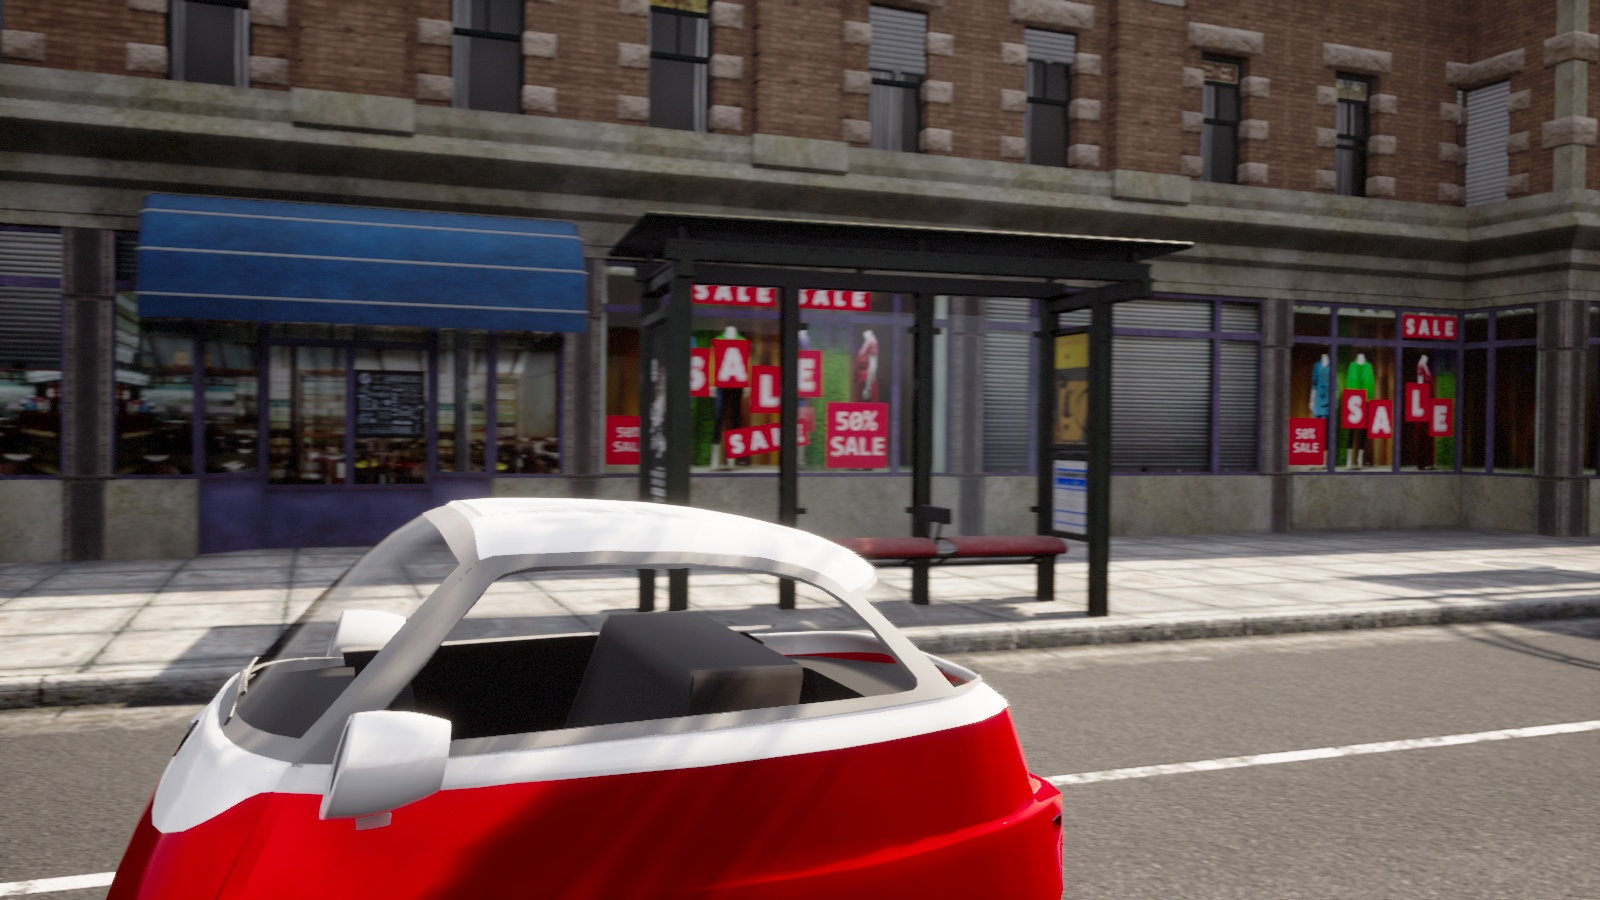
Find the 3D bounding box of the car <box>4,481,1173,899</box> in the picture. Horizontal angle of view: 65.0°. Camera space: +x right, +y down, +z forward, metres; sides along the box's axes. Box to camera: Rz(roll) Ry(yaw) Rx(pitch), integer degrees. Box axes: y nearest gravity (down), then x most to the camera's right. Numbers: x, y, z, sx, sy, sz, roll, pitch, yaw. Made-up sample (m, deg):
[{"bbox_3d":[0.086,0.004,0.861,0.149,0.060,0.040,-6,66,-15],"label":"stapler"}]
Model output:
[{"bbox_3d":[-0.474,0.808,3.060,2.207,1.376,1.481,-1,1,-21],"label":"car"}]
